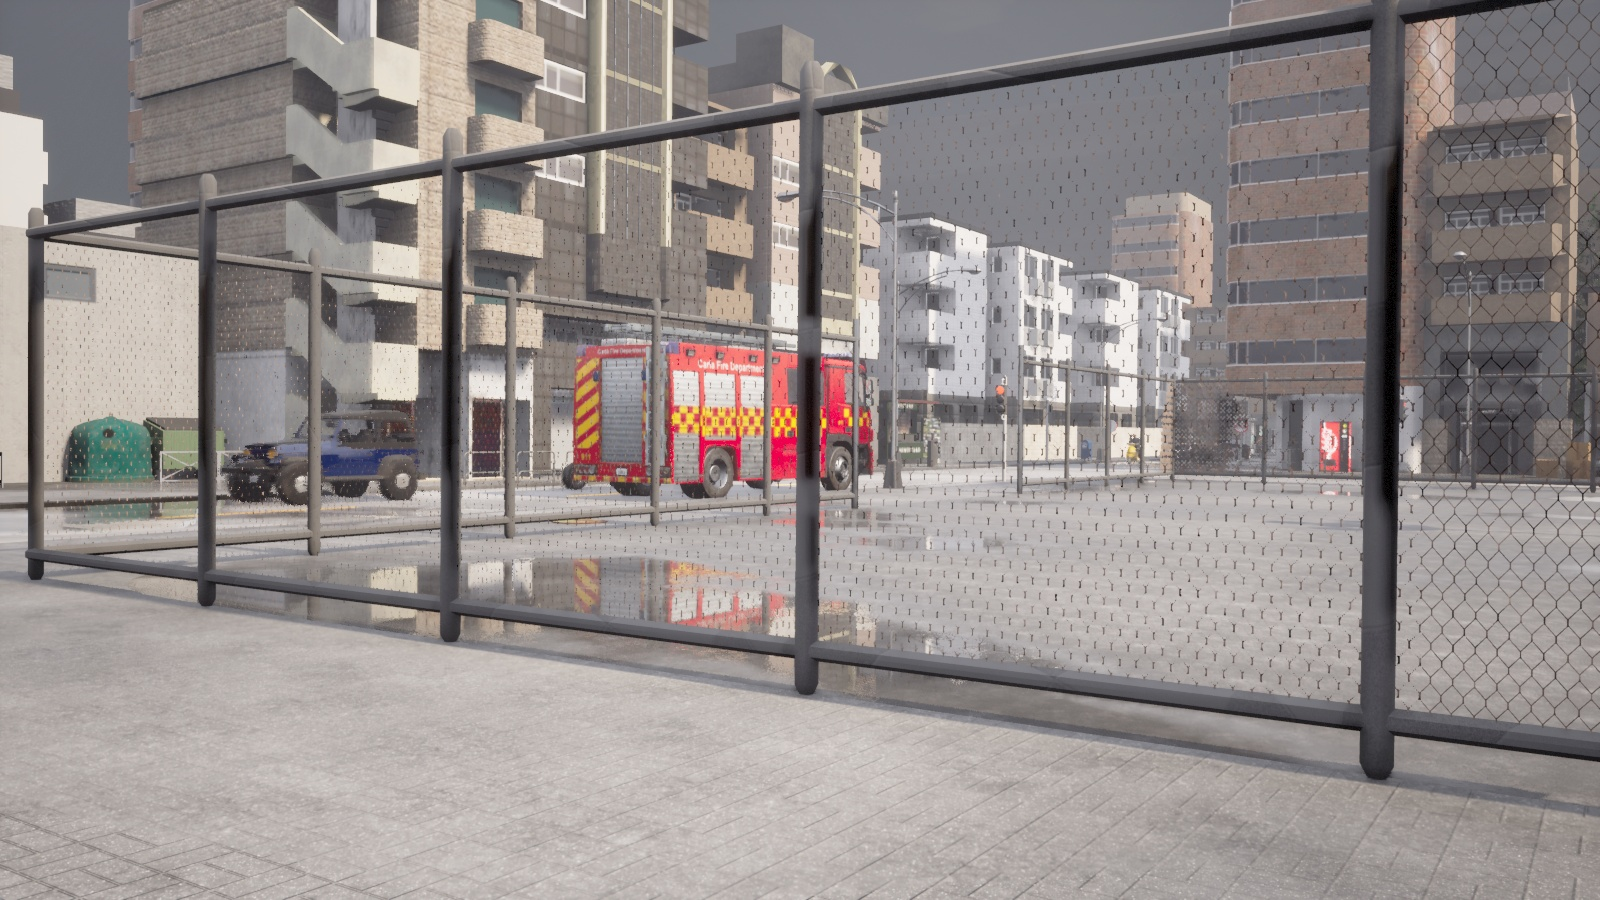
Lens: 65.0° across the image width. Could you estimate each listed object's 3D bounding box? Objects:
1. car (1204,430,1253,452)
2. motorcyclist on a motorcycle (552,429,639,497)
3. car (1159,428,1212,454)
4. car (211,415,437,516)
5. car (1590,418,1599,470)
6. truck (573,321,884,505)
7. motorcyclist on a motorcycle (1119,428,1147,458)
[{"bbox_3d":[27.898,-0.572,81.684,1.994,1.385,4.181,0,1,34],"label":"car"},{"bbox_3d":[-5.173,0.293,31.884,0.766,1.649,2.350,0,1,34],"label":"motorcyclist on a motorcycle"},{"bbox_3d":[22.694,-0.517,73.863,1.970,1.475,3.806,0,1,33],"label":"car"},{"bbox_3d":[-9.506,0.269,25.356,1.905,1.878,3.866,0,1,34],"label":"car"},{"bbox_3d":[27.950,-0.225,40.049,4.611,1.667,2.242,0,1,34],"label":"car"},{"bbox_3d":[-1.391,-0.835,30.369,2.891,3.827,8.468,0,1,34],"label":"truck"},{"bbox_3d":[17.570,-0.377,66.162,0.866,1.590,1.817,0,1,34],"label":"motorcyclist on a motorcycle"}]
